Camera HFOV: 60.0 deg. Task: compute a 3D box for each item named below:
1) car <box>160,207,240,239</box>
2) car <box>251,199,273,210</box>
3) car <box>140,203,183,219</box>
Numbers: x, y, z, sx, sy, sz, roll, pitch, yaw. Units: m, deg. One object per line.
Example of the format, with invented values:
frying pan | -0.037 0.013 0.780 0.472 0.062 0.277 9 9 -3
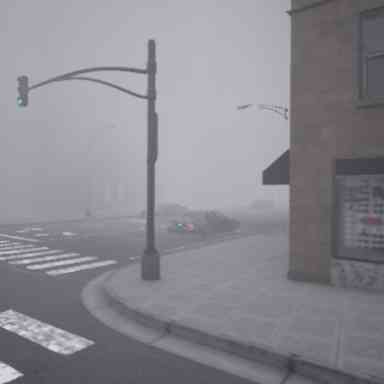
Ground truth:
car | 0.841 1.779 19.296 2.033 1.411 5.357 1 0 35
car | 10.475 1.854 49.674 1.882 1.535 5.008 1 0 36
car | -2.483 1.752 31.614 2.033 1.411 5.357 1 0 35
